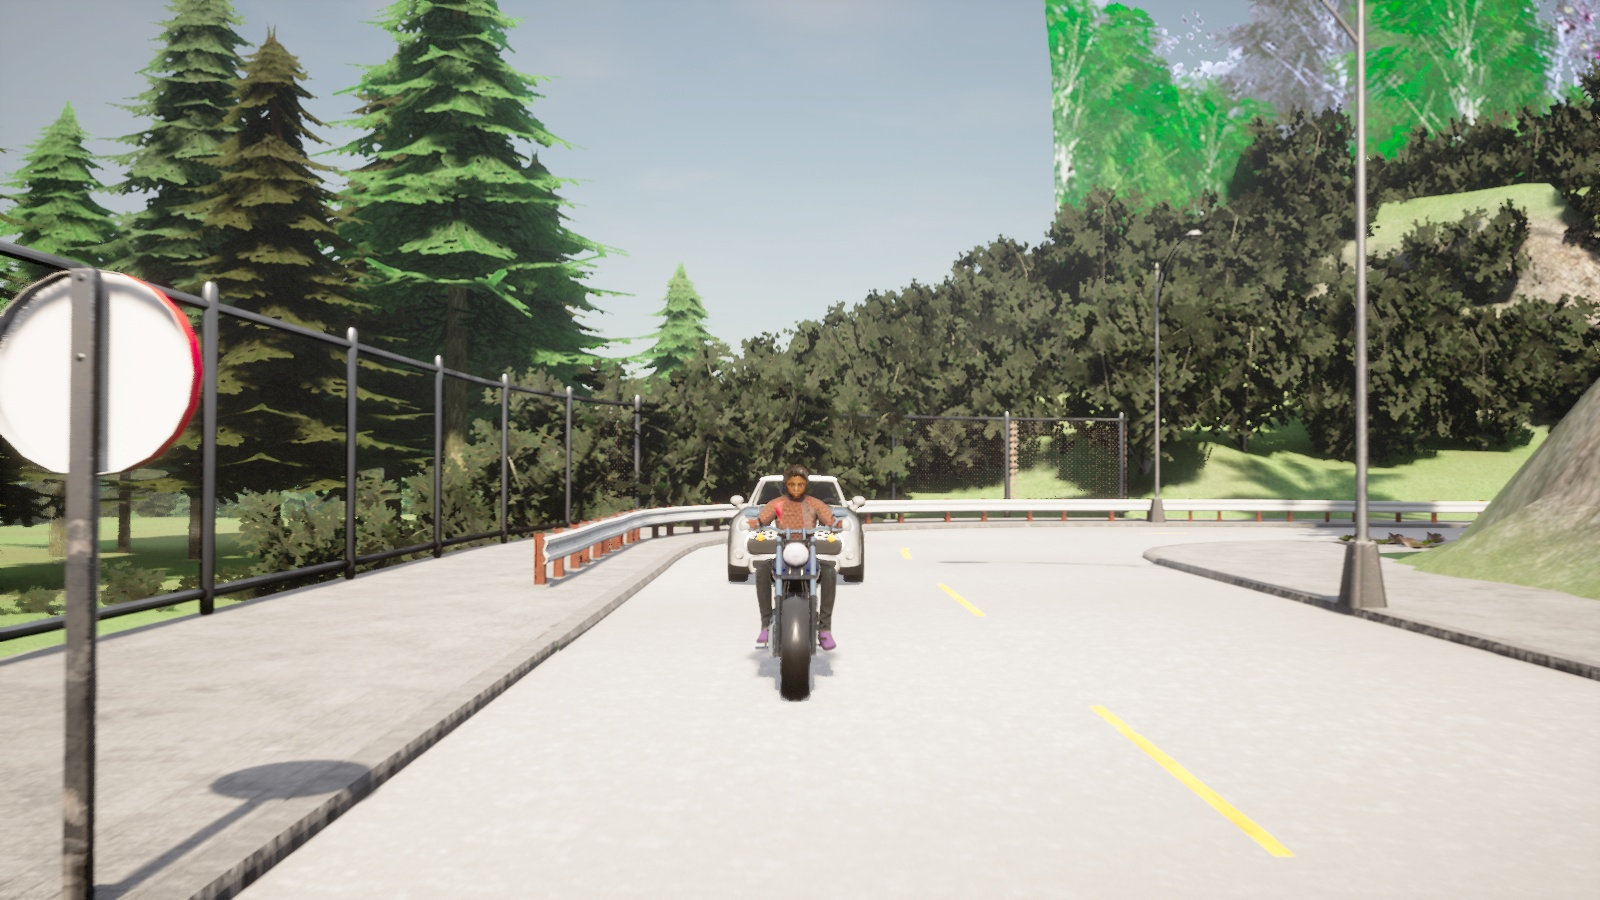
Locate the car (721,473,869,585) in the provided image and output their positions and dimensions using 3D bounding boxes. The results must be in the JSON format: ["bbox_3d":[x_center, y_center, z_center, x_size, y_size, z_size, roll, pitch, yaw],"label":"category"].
[{"bbox_3d":[-0.020,1.081,18.608,1.970,1.475,3.806,0,-1,1],"label":"car"}]

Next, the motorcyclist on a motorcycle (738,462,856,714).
[{"bbox_3d":[-0.024,0.918,9.429,0.766,1.649,2.350,0,-1,0],"label":"motorcyclist on a motorcycle"}]
